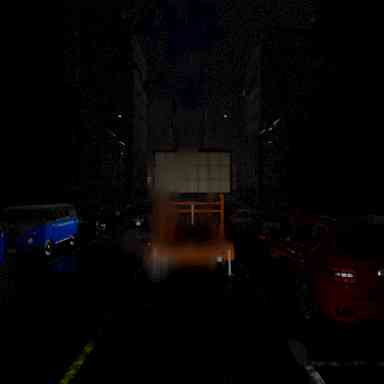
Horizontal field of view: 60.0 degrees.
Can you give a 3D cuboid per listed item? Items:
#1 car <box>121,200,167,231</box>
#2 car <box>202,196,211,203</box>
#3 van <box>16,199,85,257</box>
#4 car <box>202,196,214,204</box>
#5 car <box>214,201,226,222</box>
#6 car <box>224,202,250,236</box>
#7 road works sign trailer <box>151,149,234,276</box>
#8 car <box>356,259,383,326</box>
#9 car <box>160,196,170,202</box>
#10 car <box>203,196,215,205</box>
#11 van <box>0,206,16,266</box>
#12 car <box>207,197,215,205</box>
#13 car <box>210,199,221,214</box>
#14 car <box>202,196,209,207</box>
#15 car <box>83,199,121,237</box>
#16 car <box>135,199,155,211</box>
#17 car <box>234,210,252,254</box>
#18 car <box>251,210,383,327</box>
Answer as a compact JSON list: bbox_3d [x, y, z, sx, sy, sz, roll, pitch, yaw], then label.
[{"bbox_3d":[-2.971,1.482,20.857,2.128,1.511,4.902,0,0,0],"label":"car"},{"bbox_3d":[2.967,1.528,68.395,1.802,1.307,4.206,-1,0,0],"label":"car"},{"bbox_3d":[-5.662,1.336,12.548,1.690,1.788,3.998,-1,0,0],"label":"van"},{"bbox_3d":[2.957,1.519,62.809,1.947,1.339,4.313,-1,0,0],"label":"car"},{"bbox_3d":[2.891,1.555,23.708,1.947,1.339,4.313,-1,0,0],"label":"car"},{"bbox_3d":[2.881,1.518,18.292,1.752,1.417,4.829,-1,0,0],"label":"car"},{"bbox_3d":[0.019,0.461,10.355,2.380,3.560,2.880,0,0,0],"label":"road works sign trailer"},{"bbox_3d":[2.853,1.525,1.534,1.752,1.417,4.829,-1,0,0],"label":"car"},{"bbox_3d":[-5.579,1.490,68.406,1.887,1.381,4.507,-1,0,0],"label":"car"},{"bbox_3d":[2.948,1.485,57.393,1.752,1.417,4.829,-1,0,0],"label":"car"},{"bbox_3d":[-5.671,1.339,6.963,1.690,1.788,3.998,-1,0,0],"label":"van"},{"bbox_3d":[2.910,1.532,34.879,2.008,1.369,4.403,-1,0,0],"label":"car"},{"bbox_3d":[2.901,1.551,29.293,1.947,1.339,4.313,-1,0,0],"label":"car"},{"bbox_3d":[2.938,1.517,51.637,2.008,1.369,4.403,-1,0,0],"label":"car"},{"bbox_3d":[-5.655,1.307,18.134,2.192,1.841,5.009,-1,0,0],"label":"car"},{"bbox_3d":[-5.619,1.559,40.477,1.802,1.307,4.206,-1,0,0],"label":"car"},{"bbox_3d":[2.873,1.577,12.536,1.802,1.307,4.206,-1,0,0],"label":"car"},{"bbox_3d":[2.860,1.313,6.950,2.192,1.841,5.009,-1,0,0],"label":"car"}]
